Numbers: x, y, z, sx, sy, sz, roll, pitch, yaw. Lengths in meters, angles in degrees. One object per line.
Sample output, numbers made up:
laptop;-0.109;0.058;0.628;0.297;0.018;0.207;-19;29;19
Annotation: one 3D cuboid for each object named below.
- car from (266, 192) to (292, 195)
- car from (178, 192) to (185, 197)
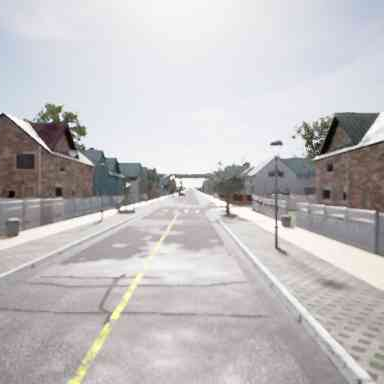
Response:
car;11.544;1.045;41.697;5.566;2.045;2.150;0;-1;-1
car;-2.758;0.682;90.911;1.895;1.301;4.718;0;0;0
